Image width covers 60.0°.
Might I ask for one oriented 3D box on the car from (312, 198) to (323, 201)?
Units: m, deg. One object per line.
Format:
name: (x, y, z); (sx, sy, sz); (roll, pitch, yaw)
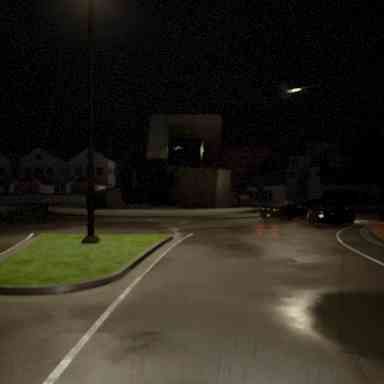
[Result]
car: (15.993, 1.458, 42.763); (1.994, 1.385, 4.181); (0, 0, 1)

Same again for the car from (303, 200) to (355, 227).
car: (9.614, 1.508, 22.779); (1.994, 1.385, 4.181); (0, 0, 42)

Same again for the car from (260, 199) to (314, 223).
car: (6.966, 1.426, 25.020); (2.128, 1.511, 4.902); (0, 0, 42)
